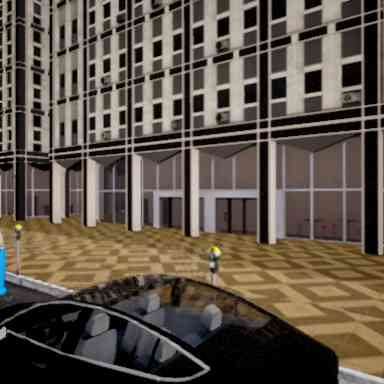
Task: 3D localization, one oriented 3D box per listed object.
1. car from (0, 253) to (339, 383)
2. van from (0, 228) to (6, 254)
[{"bbox_3d":[-0.769,1.562,3.427,4.313,1.339,1.947,0,0,36],"label":"car"},{"bbox_3d":[-5.403,1.327,6.735,3.998,1.788,1.690,0,0,36],"label":"van"}]
